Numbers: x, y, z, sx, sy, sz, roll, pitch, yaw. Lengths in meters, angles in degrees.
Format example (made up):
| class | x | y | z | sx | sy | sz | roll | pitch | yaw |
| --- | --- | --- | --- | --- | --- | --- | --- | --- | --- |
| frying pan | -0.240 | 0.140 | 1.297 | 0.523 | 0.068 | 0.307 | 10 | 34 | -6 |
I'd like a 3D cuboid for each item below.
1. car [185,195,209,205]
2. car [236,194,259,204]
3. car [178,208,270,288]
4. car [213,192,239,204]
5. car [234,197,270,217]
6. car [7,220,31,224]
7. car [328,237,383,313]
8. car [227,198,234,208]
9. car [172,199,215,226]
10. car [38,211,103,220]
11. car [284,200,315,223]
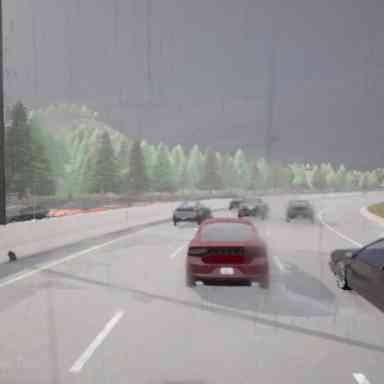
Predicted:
| class | x | y | z | sx | sy | sz | roll | pitch | yaw |
| --- | --- | --- | --- | --- | --- | --- | --- | --- | --- |
| car | 0.878 | 1.341 | 58.308 | 1.837 | 1.490 | 4.892 | -1 | 0 | 33 |
| car | 9.935 | 1.212 | 59.148 | 1.882 | 1.535 | 5.008 | -1 | 0 | 36 |
| car | 0.988 | 1.442 | 9.208 | 1.882 | 1.535 | 5.008 | -1 | 0 | 7 |
| car | 6.143 | 0.995 | 59.817 | 2.150 | 2.045 | 5.566 | -1 | 0 | 35 |
| car | 5.037 | 1.226 | 26.855 | 2.097 | 1.767 | 4.553 | -1 | 0 | 18 |
| car | -11.174 | 1.572 | 21.532 | 1.837 | 1.490 | 4.892 | -1 | 0 | 13 |
| car | 4.059 | 1.487 | 5.722 | 2.033 | 1.411 | 5.357 | -1 | 0 | 5 |
| car | 5.668 | 1.345 | 37.947 | 1.837 | 1.490 | 4.892 | -1 | 1 | 25 |
| car | 0.116 | 1.431 | 22.836 | 2.128 | 1.511 | 4.902 | -1 | 0 | 15 |
| car | -7.498 | 1.377 | 21.806 | 2.097 | 1.767 | 4.553 | -1 | 0 | 14 |
| car | 7.815 | 1.355 | 24.141 | 1.837 | 1.490 | 4.892 | -1 | 0 | 17 |
